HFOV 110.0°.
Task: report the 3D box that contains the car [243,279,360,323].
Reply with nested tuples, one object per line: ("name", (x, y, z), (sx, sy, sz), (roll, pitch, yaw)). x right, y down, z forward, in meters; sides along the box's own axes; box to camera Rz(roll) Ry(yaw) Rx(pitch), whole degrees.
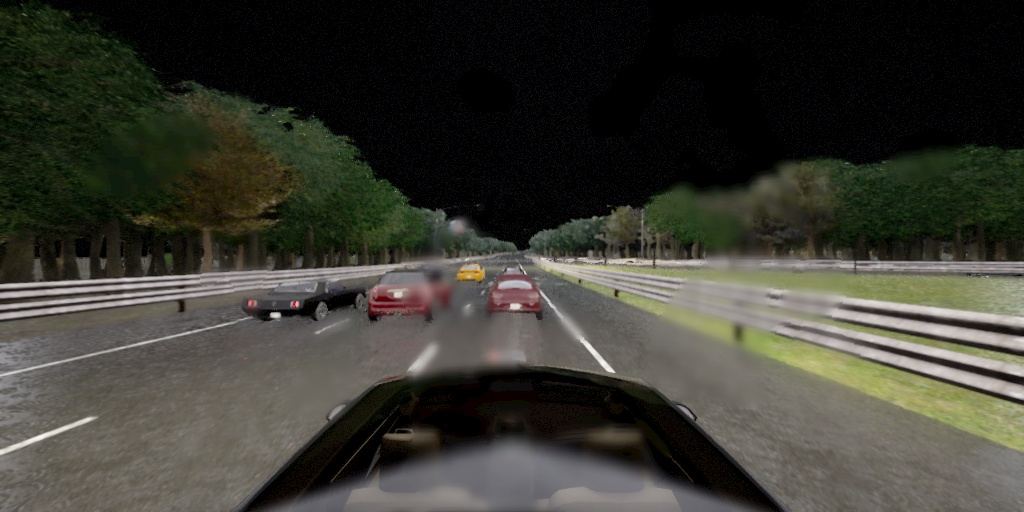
("car", (-6.906, 1.464, 12.695), (1.895, 1.301, 4.718), (0, -1, 0))

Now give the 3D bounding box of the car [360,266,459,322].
("car", (-3.401, 1.217, 12.938), (2.097, 1.767, 4.553), (0, -1, 0))

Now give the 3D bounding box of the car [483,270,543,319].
("car", (0.100, 1.394, 13.230), (1.812, 1.442, 4.674), (0, -1, 0))

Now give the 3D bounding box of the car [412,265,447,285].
("car", (-6.887, 1.530, 30.423), (1.812, 1.442, 4.674), (0, 0, 0))

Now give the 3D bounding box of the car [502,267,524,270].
("car", (0.100, 1.566, 29.752), (1.994, 1.385, 4.181), (0, 0, 0))

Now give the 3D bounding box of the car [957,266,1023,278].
("car", (42.013, 1.158, 31.166), (4.181, 1.385, 1.994), (0, -1, 41))

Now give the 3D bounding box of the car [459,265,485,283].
("car", (-3.400, 1.484, 30.836), (1.882, 1.535, 5.008), (0, 0, 0))
